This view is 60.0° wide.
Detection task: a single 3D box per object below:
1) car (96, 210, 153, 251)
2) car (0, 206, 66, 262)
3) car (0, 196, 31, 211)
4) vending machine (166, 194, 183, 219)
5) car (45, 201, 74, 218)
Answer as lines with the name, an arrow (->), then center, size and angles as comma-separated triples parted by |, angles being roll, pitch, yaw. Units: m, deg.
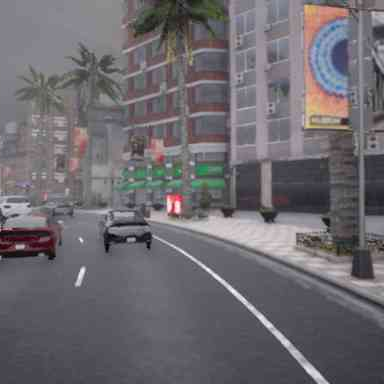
car -> -2.993, 1.519, 14.332 | 2.128, 1.511, 4.902 | 0, 0, -19
car -> -6.016, 1.532, 12.528 | 1.882, 1.535, 5.008 | 0, 0, -18
car -> -15.960, 1.365, 29.264 | 2.150, 2.045, 5.566 | 0, 0, -42
vending machine -> -1.496, 1.211, 28.340 | 1.100, 2.100, 0.880 | -1, 0, -32
car -> -12.428, 1.604, 30.422 | 2.128, 1.511, 4.902 | 0, 0, -40
